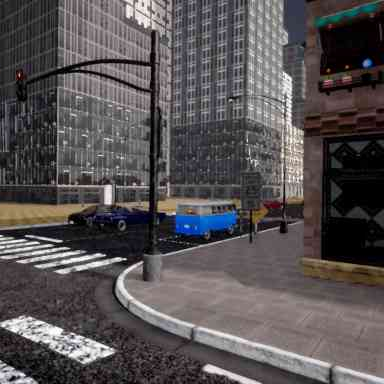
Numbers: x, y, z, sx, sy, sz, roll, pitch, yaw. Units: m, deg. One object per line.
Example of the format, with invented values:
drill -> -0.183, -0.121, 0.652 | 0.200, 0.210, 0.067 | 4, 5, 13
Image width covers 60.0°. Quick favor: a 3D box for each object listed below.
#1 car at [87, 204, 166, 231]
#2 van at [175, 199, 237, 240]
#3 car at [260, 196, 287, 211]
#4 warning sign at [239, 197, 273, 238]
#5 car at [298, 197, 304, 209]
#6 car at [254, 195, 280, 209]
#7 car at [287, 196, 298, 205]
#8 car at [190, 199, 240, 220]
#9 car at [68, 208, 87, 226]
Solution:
car -> -3.787, 1.541, 20.541 | 1.895, 1.301, 4.718 | 1, 1, 35
van -> 0.829, 1.368, 17.033 | 1.690, 1.788, 3.998 | 1, 1, 35
car -> 8.888, 1.502, 38.304 | 1.895, 1.301, 4.718 | 1, 1, 36
warning sign -> 3.109, 1.177, 16.137 | 1.300, 1.860, 1.060 | 1, 1, 35
car -> 15.553, 1.415, 42.260 | 1.882, 1.535, 5.008 | 1, 1, 36
car -> 10.057, 1.293, 44.425 | 1.967, 1.590, 4.097 | 1, 1, 35
car -> 16.381, 1.364, 53.299 | 1.752, 1.417, 4.829 | 1, 1, 35
car -> 2.092, 1.412, 28.786 | 2.128, 1.511, 4.902 | 1, 1, 35
car -> -5.998, 1.467, 21.900 | 1.947, 1.339, 4.313 | 1, 1, 35
